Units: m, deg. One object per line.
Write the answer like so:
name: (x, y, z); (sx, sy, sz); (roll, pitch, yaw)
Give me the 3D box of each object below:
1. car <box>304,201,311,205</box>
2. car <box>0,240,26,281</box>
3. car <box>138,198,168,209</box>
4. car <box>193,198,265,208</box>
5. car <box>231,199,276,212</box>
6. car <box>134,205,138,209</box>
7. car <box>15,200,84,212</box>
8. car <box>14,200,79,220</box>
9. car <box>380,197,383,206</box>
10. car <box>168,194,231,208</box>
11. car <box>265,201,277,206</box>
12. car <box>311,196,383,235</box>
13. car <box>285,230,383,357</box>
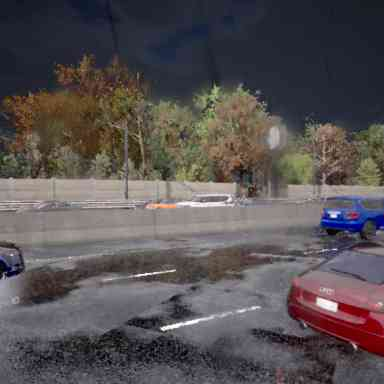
car: (16.076, 1.495, 41.549); (4.902, 1.511, 2.128); (0, 0, -30)
car: (-6.346, 1.564, 8.000); (4.181, 1.385, 1.994); (0, 0, -30)
car: (-2.212, 1.352, 30.893); (4.553, 1.767, 2.097); (0, 0, -30)
car: (2.911, 1.491, 25.778); (4.902, 1.511, 2.128); (0, 0, -30)
car: (7.487, 1.549, 40.594); (5.357, 1.411, 2.033); (0, 0, -30)
car: (-3.574, 1.505, 34.150); (4.892, 1.490, 1.837); (0, 0, -31)
car: (-10.916, 1.492, 25.823); (4.902, 1.511, 2.128); (0, 0, -30)
car: (-12.569, 1.478, 28.911); (5.008, 1.535, 1.882); (0, 0, -30)
car: (34.367, 1.574, 56.173); (5.357, 1.411, 2.033); (0, 0, -30)
car: (1.125, 1.221, 28.787); (5.566, 2.045, 2.150); (0, 0, -30)
car: (6.913, 1.548, 36.212); (5.357, 1.411, 2.033); (0, 0, -30)
car: (8.937, 1.219, 16.906); (5.566, 2.045, 2.150); (0, 0, -30)
car: (3.634, 1.563, 5.714); (4.181, 1.385, 1.994); (0, 0, -30)
